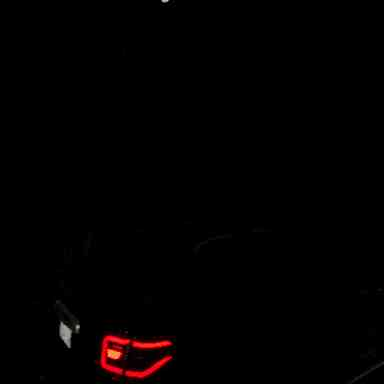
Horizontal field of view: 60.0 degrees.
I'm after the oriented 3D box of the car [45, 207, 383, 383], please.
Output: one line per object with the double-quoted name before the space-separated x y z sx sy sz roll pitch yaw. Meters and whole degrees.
"car" 1.153 1.222 4.257 5.566 2.045 2.150 0 0 -36
